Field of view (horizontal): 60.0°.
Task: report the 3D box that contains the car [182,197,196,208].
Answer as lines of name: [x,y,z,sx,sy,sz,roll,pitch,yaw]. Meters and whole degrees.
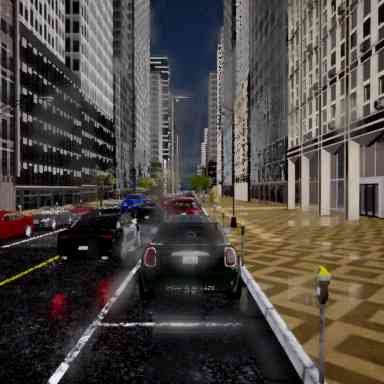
car: [-0.463,1.541,49.090,2.008,1.369,4.403,-1,0,0]

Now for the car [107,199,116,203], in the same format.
car: [-8.844,1.544,37.723,2.008,1.369,4.403,-1,0,0]

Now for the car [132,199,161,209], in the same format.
car: [-3.063,1.499,25.224,1.837,1.490,4.892,0,0,0]

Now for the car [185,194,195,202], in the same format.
car: [-0.465,1.298,77.509,2.192,1.841,5.009,-1,0,0]

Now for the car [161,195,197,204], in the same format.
car: [-0.465,1.311,20.672,2.192,1.841,5.009,-1,0,0]

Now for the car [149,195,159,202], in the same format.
car: [-8.843,1.509,77.339,1.752,1.417,4.829,-1,0,0]

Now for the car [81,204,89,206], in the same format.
car: [-8.843,1.577,26.356,1.802,1.307,4.206,-1,0,0]

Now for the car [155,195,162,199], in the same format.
car: [-3.061,1.344,41.400,2.097,1.767,4.553,0,0,0]

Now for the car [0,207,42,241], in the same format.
car: [-8.843,1.542,14.989,1.887,1.381,4.507,-1,0,0]

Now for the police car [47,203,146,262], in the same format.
police car: [-3.145,1.423,12.206,1.930,1.638,5.238,0,0,0]

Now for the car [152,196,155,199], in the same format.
car: [-8.845,1.426,66.141,1.967,1.590,4.097,-1,0,0]

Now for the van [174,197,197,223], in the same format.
van: [-0.465,1.336,26.356,1.690,1.788,3.998,-1,0,0]

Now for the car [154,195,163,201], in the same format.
car: [-8.844,1.545,88.876,1.947,1.339,4.313,-1,0,0]

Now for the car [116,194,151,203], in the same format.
car: [-6.229,1.214,36.099,2.150,2.045,5.566,0,0,0]

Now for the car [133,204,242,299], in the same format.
car: [-0.033,1.351,8.621,2.097,1.767,4.553,0,0,0]

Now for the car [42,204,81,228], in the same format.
car: [-8.844,1.547,20.672,2.008,1.369,4.403,-1,0,0]
